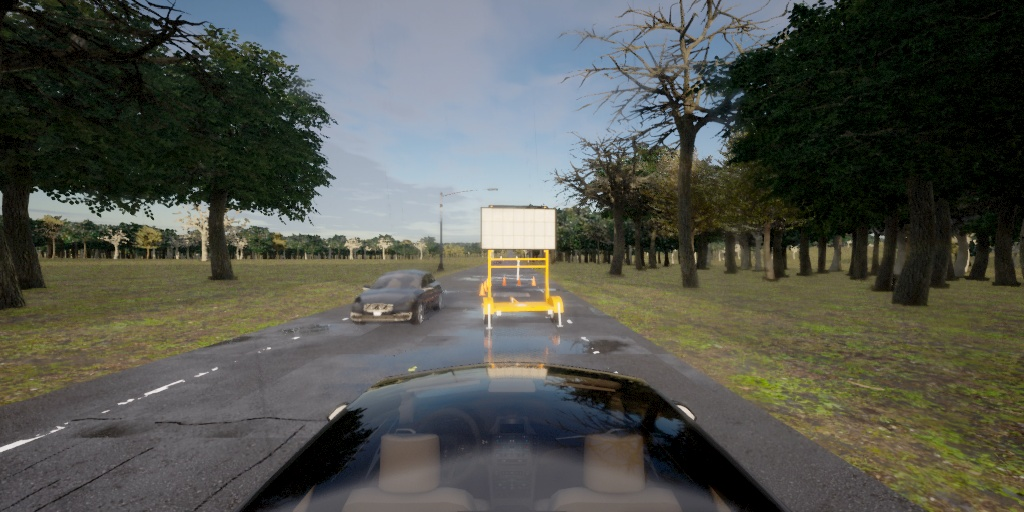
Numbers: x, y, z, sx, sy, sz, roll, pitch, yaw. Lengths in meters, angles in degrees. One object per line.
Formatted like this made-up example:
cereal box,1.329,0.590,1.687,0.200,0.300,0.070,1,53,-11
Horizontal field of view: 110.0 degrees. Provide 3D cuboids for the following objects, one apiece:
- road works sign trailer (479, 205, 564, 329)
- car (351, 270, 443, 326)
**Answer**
road works sign trailer,0.182,0.211,11.364,2.380,3.560,2.880,0,0,-8
car,-3.513,1.252,11.767,1.837,1.490,4.892,0,0,0
